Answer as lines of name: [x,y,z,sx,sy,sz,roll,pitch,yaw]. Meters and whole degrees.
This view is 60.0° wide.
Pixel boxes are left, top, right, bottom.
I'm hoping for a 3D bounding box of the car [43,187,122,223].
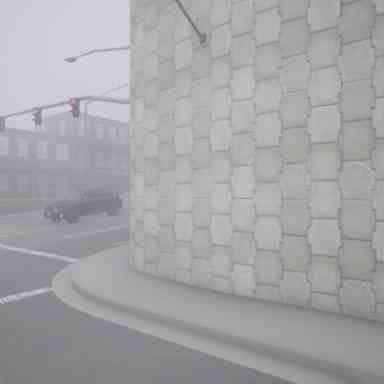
car: [-7.362,0.817,23.032,2.150,2.045,5.566,0,5,35]
